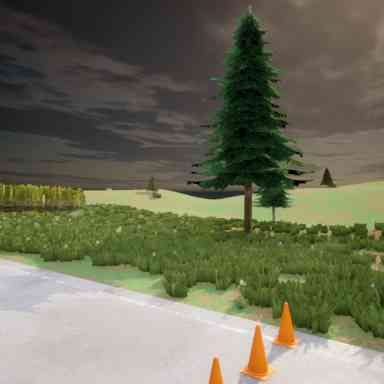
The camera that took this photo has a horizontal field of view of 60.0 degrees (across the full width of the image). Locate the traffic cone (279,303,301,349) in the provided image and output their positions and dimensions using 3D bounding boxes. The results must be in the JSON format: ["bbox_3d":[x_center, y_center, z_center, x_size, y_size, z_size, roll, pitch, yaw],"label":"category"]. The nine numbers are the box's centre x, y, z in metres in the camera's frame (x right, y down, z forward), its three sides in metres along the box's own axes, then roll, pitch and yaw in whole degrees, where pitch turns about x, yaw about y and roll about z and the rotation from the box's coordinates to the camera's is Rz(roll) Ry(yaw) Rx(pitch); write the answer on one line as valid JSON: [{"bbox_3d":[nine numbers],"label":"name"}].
[{"bbox_3d":[1.412,1.955,4.982,0.340,0.580,0.340,0,0,36],"label":"traffic cone"}]

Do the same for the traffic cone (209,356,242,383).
[{"bbox_3d":[0.243,1.955,3.359,0.340,0.580,0.340,0,0,36],"label":"traffic cone"}]

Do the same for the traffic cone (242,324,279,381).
[{"bbox_3d":[0.828,1.955,4.171,0.340,0.580,0.340,0,0,36],"label":"traffic cone"}]
